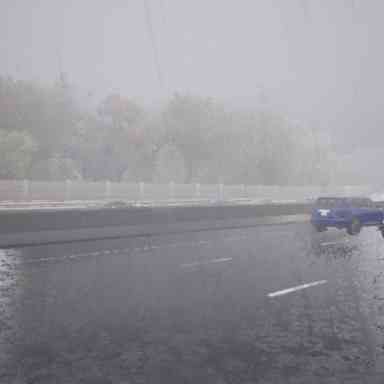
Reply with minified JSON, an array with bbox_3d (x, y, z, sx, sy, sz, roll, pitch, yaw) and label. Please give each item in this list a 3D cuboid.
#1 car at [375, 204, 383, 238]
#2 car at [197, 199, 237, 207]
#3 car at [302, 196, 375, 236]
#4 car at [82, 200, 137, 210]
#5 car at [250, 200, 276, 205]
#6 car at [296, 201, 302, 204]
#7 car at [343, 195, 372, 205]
[{"bbox_3d":[11.130,1.362,15.983,4.553,1.767,2.097,0,0,-35],"label":"car"},{"bbox_3d":[3.157,1.567,40.621,5.357,1.411,2.033,0,0,-35],"label":"car"},{"bbox_3d":[9.019,1.231,18.777,5.566,2.045,2.150,0,0,-35],"label":"car"},{"bbox_3d":[-7.152,1.508,28.981,4.892,1.490,1.837,0,0,-35],"label":"car"},{"bbox_3d":[7.468,1.585,35.097,4.181,1.385,1.994,0,0,-35],"label":"car"},{"bbox_3d":[11.910,1.517,33.966,4.902,1.511,2.128,0,0,-35],"label":"car"},{"bbox_3d":[26.280,1.209,52.701,4.902,1.511,2.128,0,0,-35],"label":"car"}]
